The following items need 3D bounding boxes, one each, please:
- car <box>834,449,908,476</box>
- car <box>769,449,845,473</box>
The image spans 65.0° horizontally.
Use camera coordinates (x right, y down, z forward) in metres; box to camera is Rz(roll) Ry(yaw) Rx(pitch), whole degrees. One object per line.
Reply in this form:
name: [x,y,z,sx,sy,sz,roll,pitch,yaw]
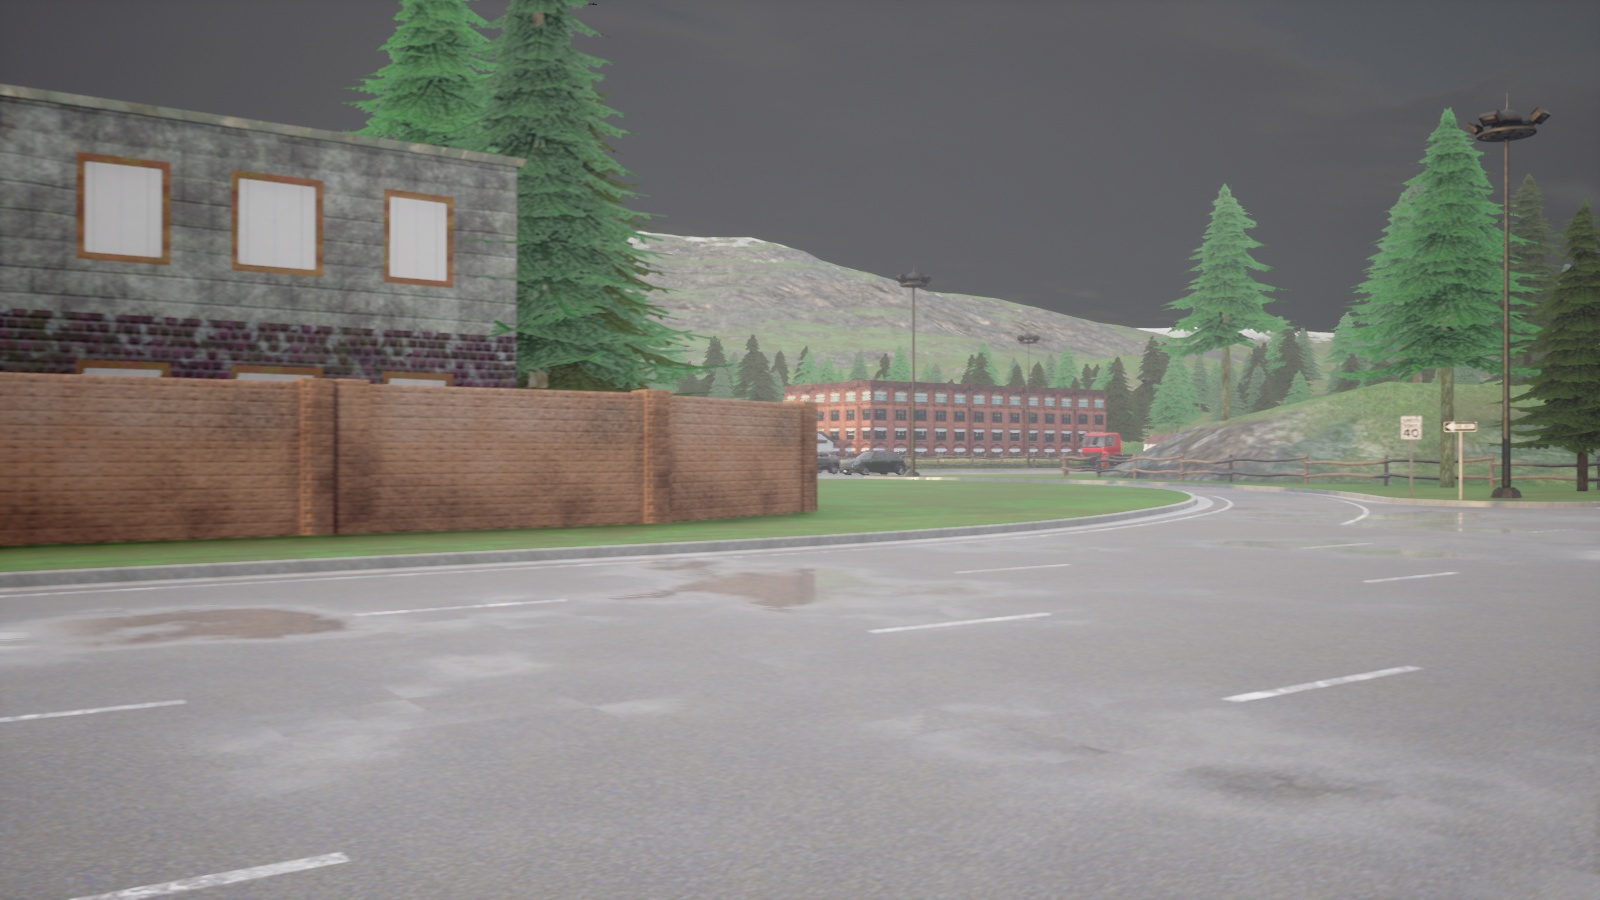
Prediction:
car: [4.713,0.797,83.224,4.553,1.767,2.097,0,0,-35]
car: [0.513,0.740,88.830,5.027,1.651,2.152,0,0,-35]
